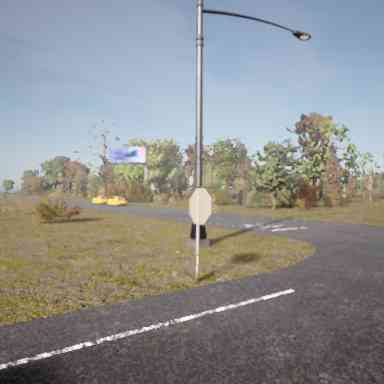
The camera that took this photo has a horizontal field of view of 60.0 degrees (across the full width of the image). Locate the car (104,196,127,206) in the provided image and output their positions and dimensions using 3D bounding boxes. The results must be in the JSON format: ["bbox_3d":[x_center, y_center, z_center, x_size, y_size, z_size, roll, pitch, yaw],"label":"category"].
[{"bbox_3d":[-12.112,1.460,53.862,1.882,1.535,5.008,0,0,-33],"label":"car"}]

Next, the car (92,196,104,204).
[{"bbox_3d":[-16.660,1.446,60.623,1.882,1.535,5.008,0,0,-34],"label":"car"}]
